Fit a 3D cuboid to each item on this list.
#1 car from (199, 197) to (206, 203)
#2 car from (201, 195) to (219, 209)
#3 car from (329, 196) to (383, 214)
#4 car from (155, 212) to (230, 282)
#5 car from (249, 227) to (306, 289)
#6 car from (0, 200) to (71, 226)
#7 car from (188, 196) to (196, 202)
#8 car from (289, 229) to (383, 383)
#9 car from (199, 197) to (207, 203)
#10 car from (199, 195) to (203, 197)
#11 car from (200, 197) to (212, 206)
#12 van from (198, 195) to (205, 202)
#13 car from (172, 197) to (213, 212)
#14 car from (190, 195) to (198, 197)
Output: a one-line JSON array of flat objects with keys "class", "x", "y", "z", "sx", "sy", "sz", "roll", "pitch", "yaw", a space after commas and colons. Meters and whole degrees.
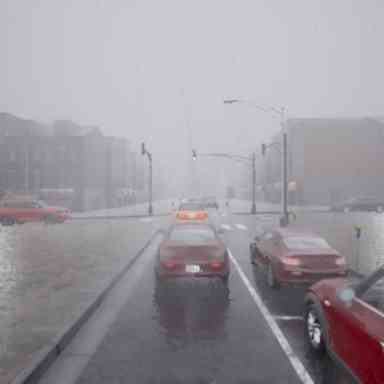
[{"class": "car", "x": 2.615, "y": 1.894, "z": 84.248, "sx": 1.752, "sy": 1.417, "sz": 4.829, "roll": -1, "pitch": 0, "yaw": 0}, {"class": "car", "x": 2.622, "y": 1.587, "z": 46.263, "sx": 1.967, "sy": 1.590, "sz": 4.097, "roll": -1, "pitch": 0, "yaw": 0}, {"class": "car", "x": 14.729, "y": 1.119, "z": 29.433, "sx": 4.892, "sy": 1.490, "sz": 1.837, "roll": -2, "pitch": 0, "yaw": 0}, {"class": "car", "x": 0.008, "y": 1.541, "z": 9.690, "sx": 1.812, "sy": 1.442, "sz": 4.674, "roll": 0, "pitch": 0, "yaw": 0}, {"class": "car", "x": 2.632, "y": 1.596, "z": 8.920, "sx": 1.802, "sy": 1.307, "sz": 4.206, "roll": 0, "pitch": 0, "yaw": 0}, {"class": "car", "x": -12.589, "y": 1.625, "z": 26.435, "sx": 5.566, "sy": 2.045, "sz": 2.150, "roll": -2, "pitch": 0, "yaw": 1}, {"class": "car", "x": -0.014, "y": 1.737, "z": 81.739, "sx": 1.994, "sy": 1.385, "sz": 4.181, "roll": 0, "pitch": 0, "yaw": 0}, {"class": "car", "x": 2.632, "y": 1.445, "z": 3.453, "sx": 1.967, "sy": 1.590, "sz": 4.097, "roll": 0, "pitch": 0, "yaw": 0}, {"class": "car", "x": 2.616, "y": 1.859, "z": 78.846, "sx": 1.752, "sy": 1.417, "sz": 4.829, "roll": -1, "pitch": 0, "yaw": 0}, {"class": "car", "x": 2.620, "y": 1.489, "z": 51.665, "sx": 2.192, "sy": 1.841, "sz": 5.009, "roll": -1, "pitch": 0, "yaw": 0}, {"class": "car", "x": 2.619, "y": 1.673, "z": 62.470, "sx": 1.967, "sy": 1.590, "sz": 4.097, "roll": -1, "pitch": 0, "yaw": 0}, {"class": "van", "x": 2.612, "y": 1.746, "z": 89.482, "sx": 1.690, "sy": 1.788, "sz": 3.998, "roll": -1, "pitch": 0, "yaw": 0}, {"class": "car", "x": -0.140, "y": 1.398, "z": 20.836, "sx": 2.097, "sy": 1.767, "sz": 4.553, "roll": 0, "pitch": 0, "yaw": -3}, {"class": "car", "x": -0.012, "y": 1.777, "z": 71.318, "sx": 1.837, "sy": 1.490, "sz": 4.892, "roll": 0, "pitch": 0, "yaw": 0}]
